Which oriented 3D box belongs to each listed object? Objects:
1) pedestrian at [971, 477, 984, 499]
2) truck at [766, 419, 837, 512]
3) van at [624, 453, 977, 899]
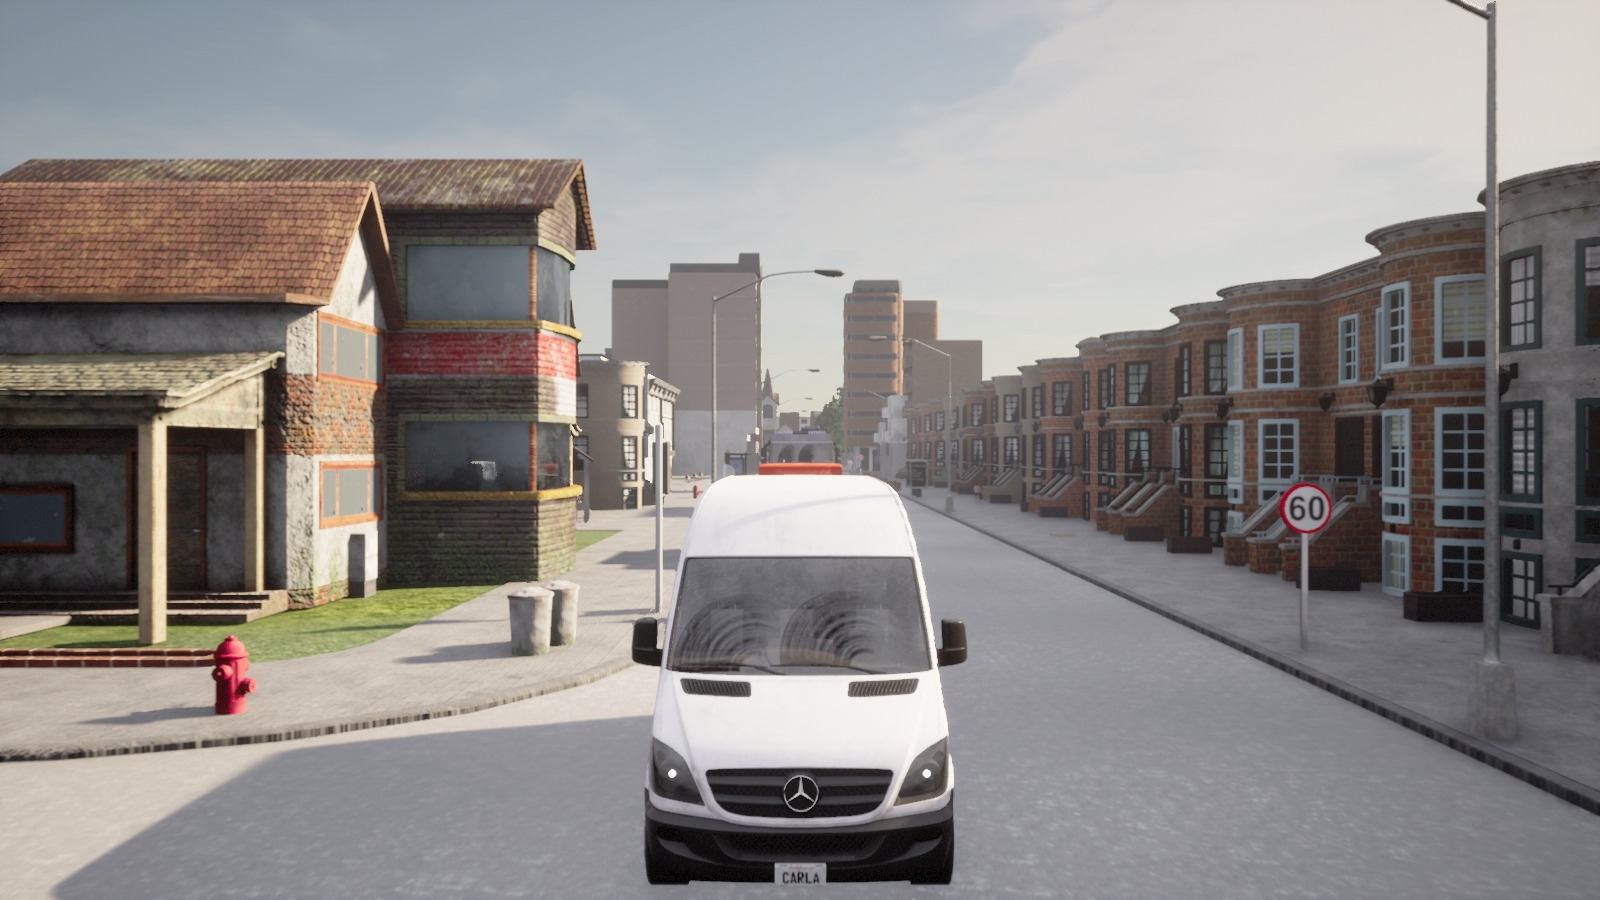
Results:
[{"bbox_3d":[8.998,1.905,57.957,0.500,1.100,0.500,0,0,-12],"label":"pedestrian"},{"bbox_3d":[0.029,0.666,51.063,2.891,3.827,8.468,0,-1,0],"label":"truck"},{"bbox_3d":[0.003,1.315,9.405,1.988,2.561,5.915,0,0,0],"label":"van"}]
